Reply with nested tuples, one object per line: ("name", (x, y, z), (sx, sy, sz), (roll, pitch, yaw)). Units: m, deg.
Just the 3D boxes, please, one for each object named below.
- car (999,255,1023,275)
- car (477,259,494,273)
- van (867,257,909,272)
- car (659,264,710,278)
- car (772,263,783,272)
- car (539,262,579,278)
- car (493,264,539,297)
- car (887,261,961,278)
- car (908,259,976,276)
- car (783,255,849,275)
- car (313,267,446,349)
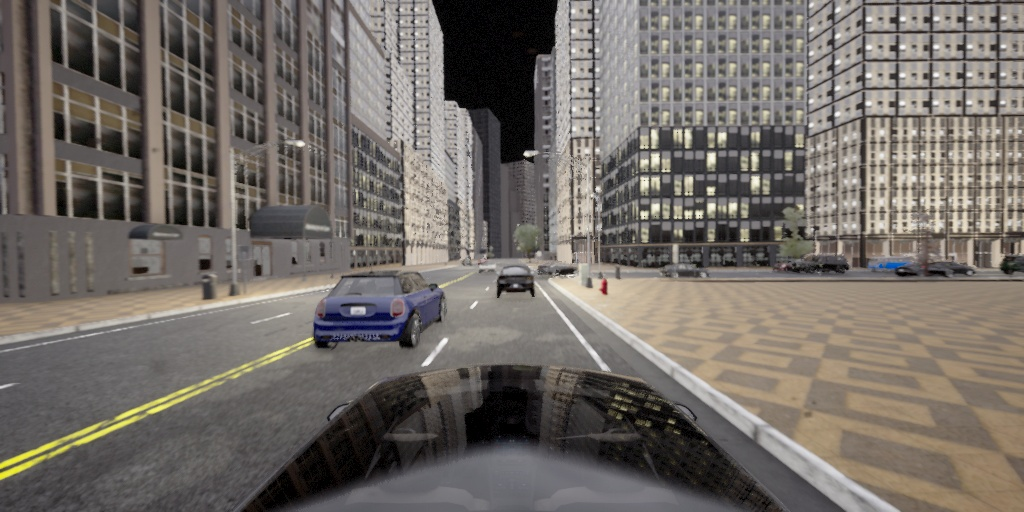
("car", (53.356, 0.963, 36.501), (5.566, 2.045, 2.150), (0, 1, 0))
("car", (-2.906, 1.343, 44.096), (1.895, 1.301, 4.718), (-1, 0, 0))
("van", (44.264, 1.002, 42.152), (3.998, 1.789, 1.690), (0, 0, 0))
("car", (16.101, 1.390, 33.463), (4.403, 1.370, 2.007), (0, 0, 0))
("car", (32.982, 1.117, 42.079), (4.097, 1.591, 1.967), (0, 0, 0))
("car", (4.766, 1.315, 35.482), (4.902, 1.511, 2.128), (-1, 0, -34))
("car", (0.188, 1.222, 19.056), (1.882, 1.535, 5.008), (-1, 0, 0))
("car", (38.669, 1.373, 33.735), (4.313, 1.339, 1.948), (0, 0, 0))
("car", (43.897, 1.260, 36.409), (4.892, 1.490, 1.837), (0, 1, 0))
("car", (33.705, 0.941, 39.443), (5.566, 2.045, 2.150), (0, 1, 0))
("car", (-3.122, 1.136, 9.434), (2.097, 1.767, 4.553), (-1, 0, 0))
